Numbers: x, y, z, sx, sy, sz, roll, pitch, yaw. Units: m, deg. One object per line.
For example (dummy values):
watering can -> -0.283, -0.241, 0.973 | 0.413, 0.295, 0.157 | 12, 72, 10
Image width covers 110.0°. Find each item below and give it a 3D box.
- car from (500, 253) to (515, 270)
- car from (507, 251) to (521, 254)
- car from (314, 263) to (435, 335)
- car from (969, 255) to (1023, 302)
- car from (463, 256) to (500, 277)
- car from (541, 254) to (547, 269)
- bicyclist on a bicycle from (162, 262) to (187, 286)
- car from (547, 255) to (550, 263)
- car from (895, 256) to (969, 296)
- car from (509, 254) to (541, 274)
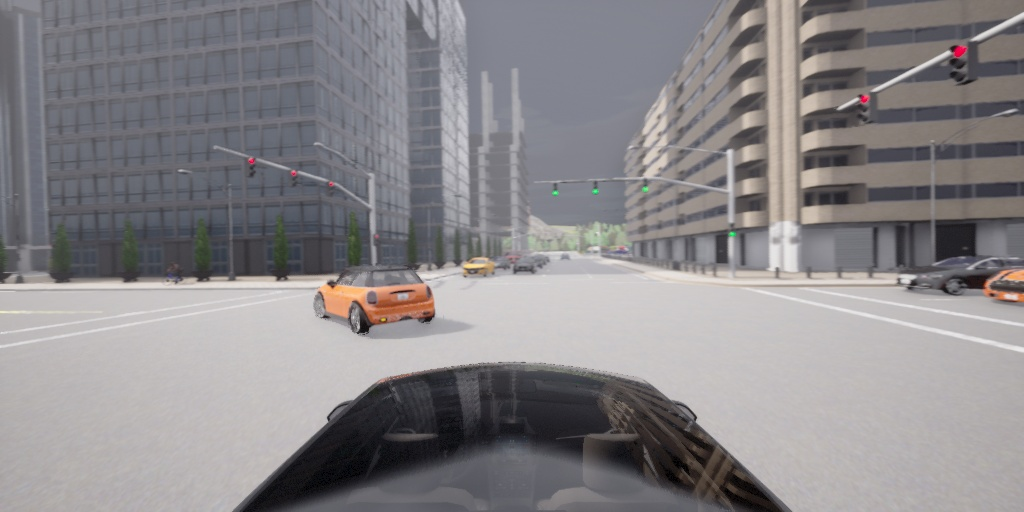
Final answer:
car -> -1.283, 0.752, 39.272 | 2.128, 1.511, 4.902 | -1, 1, 8
car -> 0.190, 0.323, 49.022 | 2.150, 2.045, 5.566 | -1, 1, 9
car -> -4.278, 1.068, 10.821 | 2.097, 1.767, 4.553 | -2, 1, -43
car -> 17.928, 0.662, 10.982 | 4.553, 1.767, 2.097 | -1, 1, 8
car -> -2.661, 0.889, 29.954 | 1.882, 1.535, 5.008 | -1, 1, 9
car -> 2.544, 0.723, 41.187 | 1.994, 1.385, 4.181 | -1, 1, 9
bicyclist on a bicycle -> -23.741, 1.250, 25.239 | 0.582, 1.620, 1.656 | -1, 1, 8
car -> 3.870, 0.522, 49.898 | 1.837, 1.490, 4.892 | -1, 1, 9
car -> 18.625, 0.742, 14.423 | 4.902, 1.511, 2.128 | -1, 1, 8
car -> 1.241, 0.806, 32.385 | 1.837, 1.490, 4.892 | -1, 1, 8
